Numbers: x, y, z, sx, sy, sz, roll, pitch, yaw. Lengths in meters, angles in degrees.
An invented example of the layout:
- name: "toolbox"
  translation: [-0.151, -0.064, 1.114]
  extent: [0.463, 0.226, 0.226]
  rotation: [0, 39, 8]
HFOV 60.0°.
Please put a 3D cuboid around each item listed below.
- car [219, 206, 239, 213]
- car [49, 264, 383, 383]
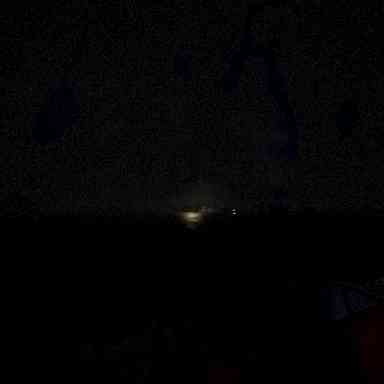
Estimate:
- name: "car"
  translation: [7.665, 3.696, 68.847]
  extent: [1.837, 1.490, 4.892]
  rotation: [2, -3, -35]
- name: "car"
  translation: [0.729, 1.571, 3.589]
  extent: [4.181, 1.385, 1.994]
  rotation: [0, 0, -35]
